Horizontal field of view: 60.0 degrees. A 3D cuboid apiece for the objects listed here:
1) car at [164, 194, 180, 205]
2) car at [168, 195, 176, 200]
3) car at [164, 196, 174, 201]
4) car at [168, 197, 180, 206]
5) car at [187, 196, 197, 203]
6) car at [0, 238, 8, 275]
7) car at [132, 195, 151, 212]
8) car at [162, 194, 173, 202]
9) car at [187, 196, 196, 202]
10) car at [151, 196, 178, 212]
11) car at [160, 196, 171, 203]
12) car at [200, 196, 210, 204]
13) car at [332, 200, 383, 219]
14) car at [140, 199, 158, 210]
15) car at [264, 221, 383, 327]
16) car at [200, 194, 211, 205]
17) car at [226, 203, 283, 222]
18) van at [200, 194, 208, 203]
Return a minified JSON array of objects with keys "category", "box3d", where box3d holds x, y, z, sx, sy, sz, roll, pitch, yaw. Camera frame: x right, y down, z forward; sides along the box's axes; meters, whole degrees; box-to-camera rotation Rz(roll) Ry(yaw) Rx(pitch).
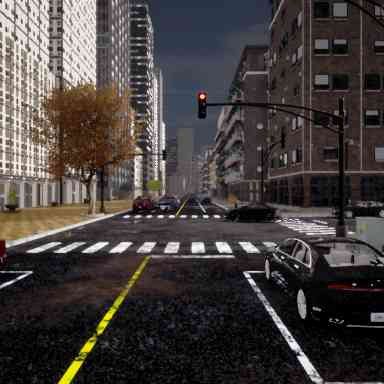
[{"category":"car","box3d":[-3.137,1.382,48.364,2.097,1.767,4.553,0,0,0]},{"category":"car","box3d":[-5.772,1.654,94.535,2.008,1.369,4.403,0,0,0]},{"category":"car","box3d":[-5.763,1.632,83.489,2.008,1.369,4.403,0,0,0]},{"category":"car","box3d":[-3.130,1.642,58.435,1.895,1.301,4.718,0,0,0]},{"category":"car","box3d":[0.038,1.619,68.917,1.994,1.385,4.181,0,0,0]},{"category":"car","box3d":[-5.698,1.545,6.918,1.887,1.381,4.507,0,0,0]},{"category":"car","box3d":[-5.726,1.336,39.306,2.192,1.841,5.009,0,0,0]},{"category":"car","box3d":[-5.758,1.385,77.966,2.192,1.841,5.009,0,0,0]},{"category":"car","box3d":[-0.067,1.625,78.862,1.994,1.385,4.181,0,0,0]},{"category":"car","box3d":[-3.133,1.512,38.486,2.128,1.511,4.902,0,0,0]},{"category":"car","box3d":[-5.753,1.627,72.444,1.947,1.339,4.313,0,0,0]},{"category":"car","box3d":[2.632,1.578,67.097,1.752,1.417,4.829,0,0,0]},{"category":"car","box3d":[13.403,1.350,26.340,4.403,1.369,2.008,-1,1,-1]},{"category":"car","box3d":[-5.730,1.592,44.829,1.947,1.339,4.313,0,0,0]},{"category":"car","box3d":[2.682,1.551,6.925,2.008,1.369,4.403,0,0,0]},{"category":"car","box3d":[2.637,1.610,61.404,1.947,1.339,4.313,0,0,0]},{"category":"car","box3d":[4.713,1.548,25.226,4.181,1.385,1.994,-1,0,21]},{"category":"van","box3d":[2.627,1.402,72.451,1.690,1.788,3.998,0,0,0]}]
